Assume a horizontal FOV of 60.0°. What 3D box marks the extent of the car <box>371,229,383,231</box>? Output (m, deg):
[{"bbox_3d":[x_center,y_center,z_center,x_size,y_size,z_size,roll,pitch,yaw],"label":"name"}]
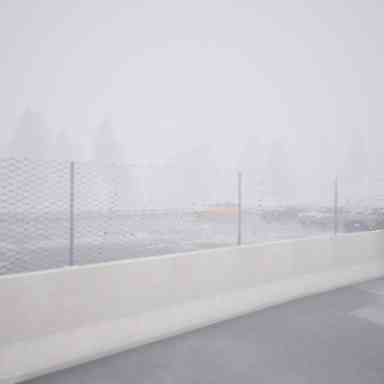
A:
[{"bbox_3d":[10.819,1.640,19.483,4.181,1.385,1.994,0,0,-33],"label":"car"}]
